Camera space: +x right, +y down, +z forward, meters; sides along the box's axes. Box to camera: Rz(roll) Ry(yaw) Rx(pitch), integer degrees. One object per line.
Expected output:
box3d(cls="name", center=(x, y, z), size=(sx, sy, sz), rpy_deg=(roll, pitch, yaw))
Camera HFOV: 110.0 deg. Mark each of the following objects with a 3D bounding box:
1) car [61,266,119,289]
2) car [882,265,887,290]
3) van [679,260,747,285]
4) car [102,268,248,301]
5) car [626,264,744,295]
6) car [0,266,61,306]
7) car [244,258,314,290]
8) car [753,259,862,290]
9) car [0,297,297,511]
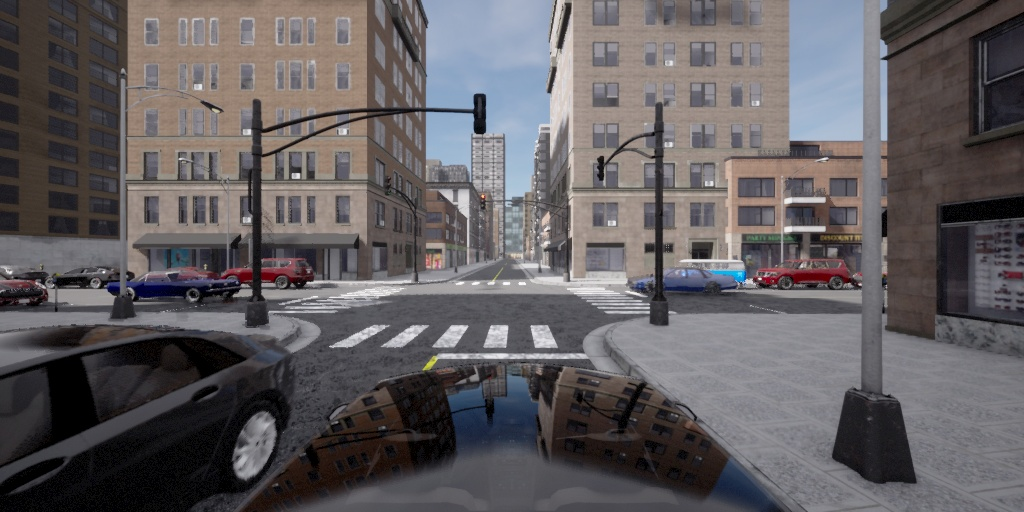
box3d(cls="car", center=(-25.951, 1.300, 22.148), size=(4.313, 1.339, 1.948), rpy_deg=(0, 0, 0))
box3d(cls="car", center=(23.235, 1.216, 21.850), size=(4.097, 1.591, 1.967), rpy_deg=(0, 0, 0))
box3d(cls="van", center=(12.043, 1.108, 21.918), size=(3.998, 1.789, 1.690), rpy_deg=(0, 0, 0))
box3d(cls="car", center=(-14.997, 1.345, 16.139), size=(4.718, 1.301, 1.895), rpy_deg=(0, 0, 3))
box3d(cls="car", center=(9.049, 1.312, 19.401), size=(5.357, 1.411, 2.033), rpy_deg=(0, 0, 6))
box3d(cls="car", center=(-20.454, 1.179, 13.589), size=(4.097, 1.591, 1.967), rpy_deg=(0, 0, 0))
box3d(cls="car", center=(-14.904, 1.059, 22.081), size=(5.009, 1.841, 2.192), rpy_deg=(0, 0, 0))
box3d(cls="car", center=(17.639, 1.086, 21.884), size=(5.009, 1.841, 2.192), rpy_deg=(0, 0, 0))
box3d(cls="car", center=(-3.134, 1.255, 1.742), size=(1.837, 1.490, 4.892), rpy_deg=(0, 0, 0))
